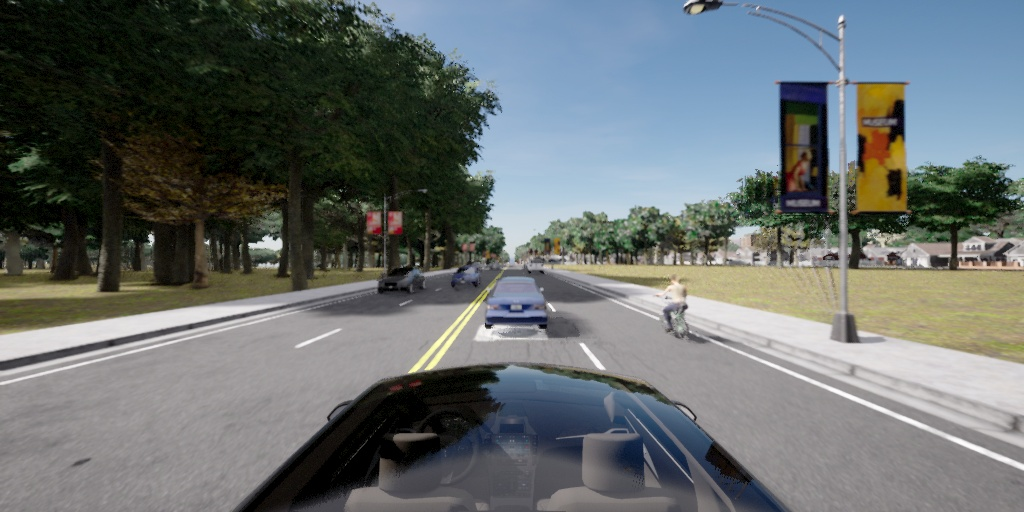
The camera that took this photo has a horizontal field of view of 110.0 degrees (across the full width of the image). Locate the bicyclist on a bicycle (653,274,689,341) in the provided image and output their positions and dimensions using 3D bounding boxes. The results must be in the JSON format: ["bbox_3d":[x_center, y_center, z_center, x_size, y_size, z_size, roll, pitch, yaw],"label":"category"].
[{"bbox_3d":[4.129,1.261,9.166,0.866,1.612,1.509,0,-1,0],"label":"bicyclist on a bicycle"}]

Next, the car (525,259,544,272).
[{"bbox_3d":[3.411,1.505,52.864,2.150,2.045,5.566,0,-1,0],"label":"car"}]

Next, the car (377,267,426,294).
[{"bbox_3d":[-6.575,1.451,21.851,1.837,1.490,4.892,0,-1,0],"label":"car"}]

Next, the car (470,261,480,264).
[{"bbox_3d":[-6.470,1.738,62.282,2.097,1.767,4.553,0,-1,1],"label":"car"}]

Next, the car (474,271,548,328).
[{"bbox_3d":[0.112,1.396,11.783,2.033,1.411,5.357,0,-1,0],"label":"car"}]

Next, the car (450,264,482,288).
[{"bbox_3d":[-3.322,1.523,26.618,1.812,1.442,4.674,0,-1,0],"label":"car"}]
